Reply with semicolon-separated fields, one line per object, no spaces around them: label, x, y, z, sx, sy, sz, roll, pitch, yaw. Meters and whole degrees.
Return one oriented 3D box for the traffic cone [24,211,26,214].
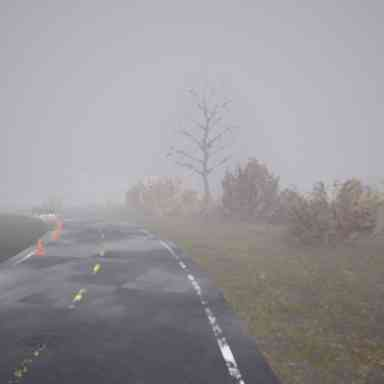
traffic cone;-21.536;2.599;42.886;0.340;0.580;0.340;1;-1;-42

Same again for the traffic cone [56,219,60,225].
traffic cone;-8.922;2.295;22.519;0.340;0.580;0.340;0;-1;-21

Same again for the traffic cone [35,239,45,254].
traffic cone;-6.102;2.166;13.313;0.340;0.580;0.340;0;-1;-13

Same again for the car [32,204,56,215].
car;-19.286;2.219;43.282;1.994;1.385;4.181;1;-1;-42

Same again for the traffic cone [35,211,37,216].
traffic cone;-18.427;2.538;39.206;0.340;0.580;0.340;1;-1;-38

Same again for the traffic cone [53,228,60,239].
traffic cone;-7.343;2.231;17.968;0.340;0.580;0.340;0;-1;-17
